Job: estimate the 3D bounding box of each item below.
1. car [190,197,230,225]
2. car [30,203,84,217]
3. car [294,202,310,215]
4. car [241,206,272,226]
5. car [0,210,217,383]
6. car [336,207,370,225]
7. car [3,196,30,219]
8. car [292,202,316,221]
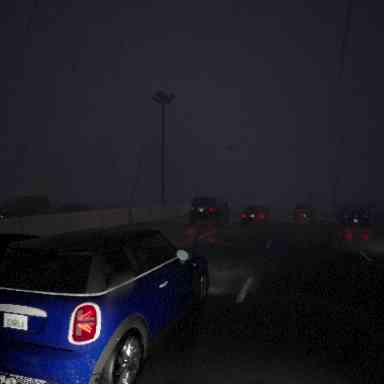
[{"bbox_3d":[1.458,1.392,25.745,2.150,2.045,5.566,0,-1,17],"label":"car"},{"bbox_3d":[-9.721,1.619,25.877,2.128,1.511,4.902,0,-1,17],"label":"car"},{"bbox_3d":[13.559,2.000,41.130,1.812,1.442,4.674,0,-1,18],"label":"car"},{"bbox_3d":[4.917,1.723,25.138,2.033,1.411,5.357,0,-1,17],"label":"car"},{"bbox_3d":[-1.192,1.360,5.480,2.097,1.767,4.553,0,0,17],"label":"car"},{"bbox_3d":[12.668,1.831,26.485,1.895,1.301,4.718,0,-1,17],"label":"car"},{"bbox_3d":[-13.364,1.337,25.951,2.150,2.045,5.566,0,-1,17],"label":"car"},{"bbox_3d":[10.277,1.790,30.584,1.837,1.490,4.892,0,-1,17],"label":"car"}]
